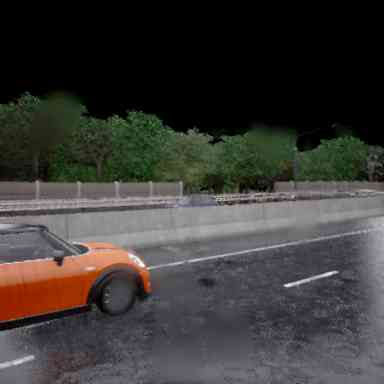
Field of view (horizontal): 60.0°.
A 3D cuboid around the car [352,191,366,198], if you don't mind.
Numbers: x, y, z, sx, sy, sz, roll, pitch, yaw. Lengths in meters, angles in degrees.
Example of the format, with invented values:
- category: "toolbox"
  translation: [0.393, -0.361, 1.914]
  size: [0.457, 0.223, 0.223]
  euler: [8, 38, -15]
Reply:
- category: "car"
  translation: [24.504, 0.576, 47.280]
  size: [4.181, 1.385, 1.994]
  euler: [-1, 1, -35]

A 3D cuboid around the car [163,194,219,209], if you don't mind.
- category: "car"
  translation: [-0.080, 1.071, 25.442]
  size: [4.553, 1.767, 2.097]
  euler: [-1, 1, -36]

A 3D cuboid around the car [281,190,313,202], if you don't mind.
- category: "car"
  translation: [13.933, 0.586, 44.043]
  size: [4.553, 1.767, 2.097]
  euler: [-2, 1, -35]

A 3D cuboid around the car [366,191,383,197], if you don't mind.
- category: "car"
  translation: [21.813, 0.677, 36.771]
  size: [4.902, 1.511, 2.128]
  euler: [-2, 1, -35]

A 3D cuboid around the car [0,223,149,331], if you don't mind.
- category: "car"
  translation: [-3.049, 1.335, 5.870]
  size: [4.553, 1.767, 2.097]
  euler: [-1, 1, -36]
